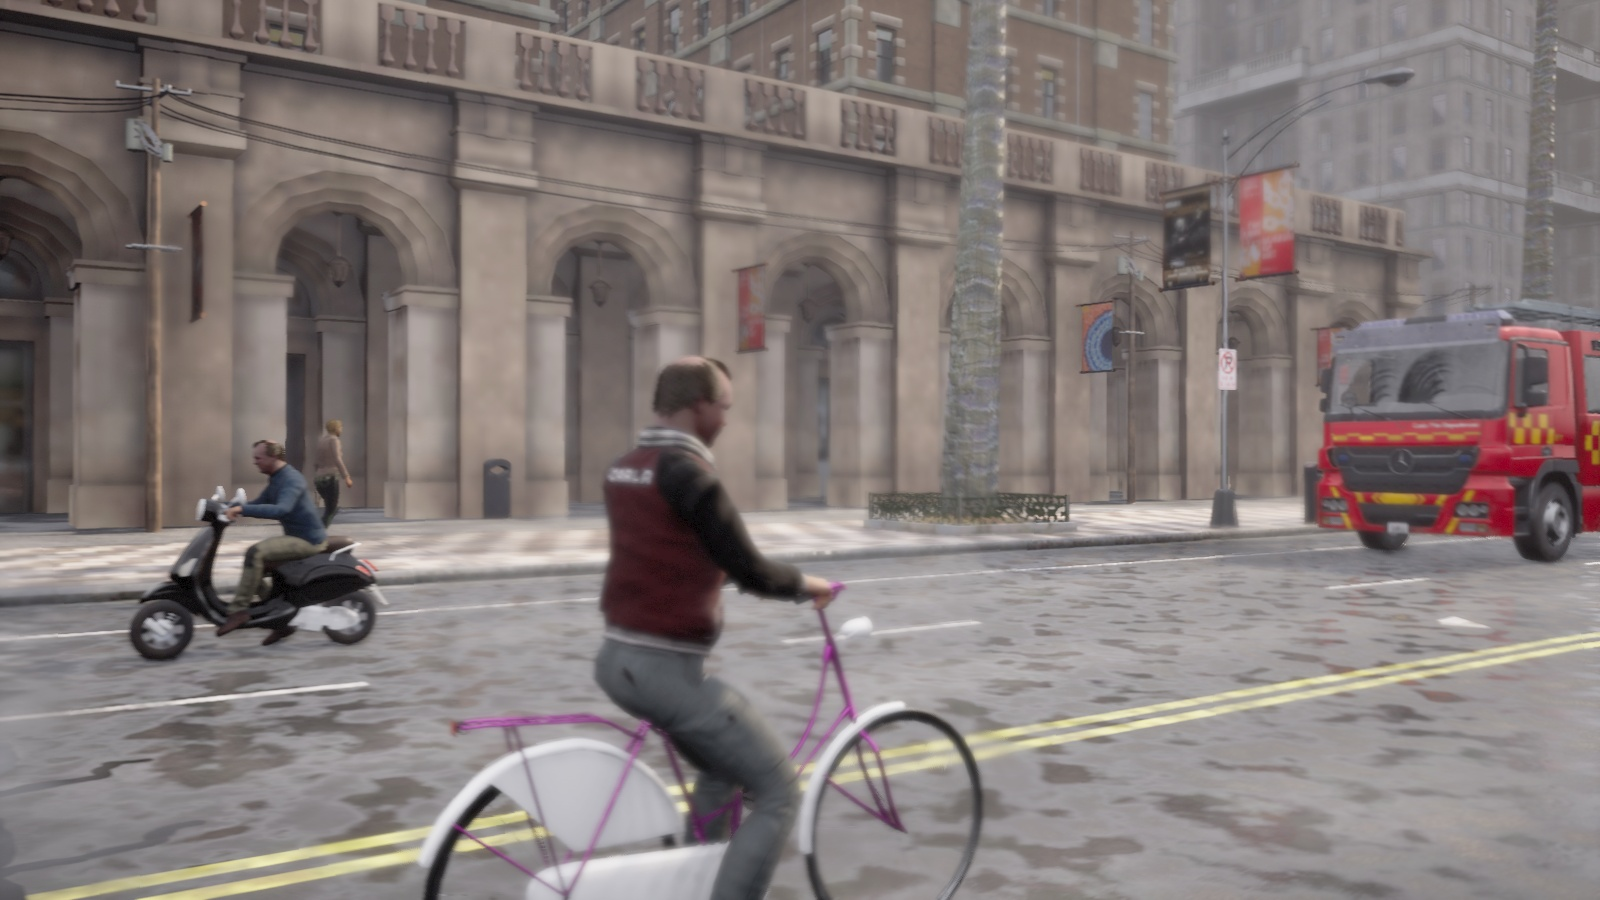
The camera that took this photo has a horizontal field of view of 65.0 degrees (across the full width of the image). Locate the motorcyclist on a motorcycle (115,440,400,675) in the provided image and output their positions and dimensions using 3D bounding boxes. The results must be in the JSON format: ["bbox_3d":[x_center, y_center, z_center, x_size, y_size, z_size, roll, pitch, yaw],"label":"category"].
[{"bbox_3d":[-4.031,0.733,9.380,1.817,1.590,0.866,0,0,-35],"label":"motorcyclist on a motorcycle"}]

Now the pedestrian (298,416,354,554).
[{"bbox_3d":[-6.456,0.464,17.128,0.331,1.846,0.634,0,0,39],"label":"pedestrian"}]

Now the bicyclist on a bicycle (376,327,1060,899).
[{"bbox_3d":[-0.161,0.628,3.549,1.843,1.776,0.659,1,-1,-35],"label":"bicyclist on a bicycle"}]

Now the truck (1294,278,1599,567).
[{"bbox_3d":[11.790,-0.351,20.214,8.468,3.827,2.891,0,0,-35],"label":"truck"}]
